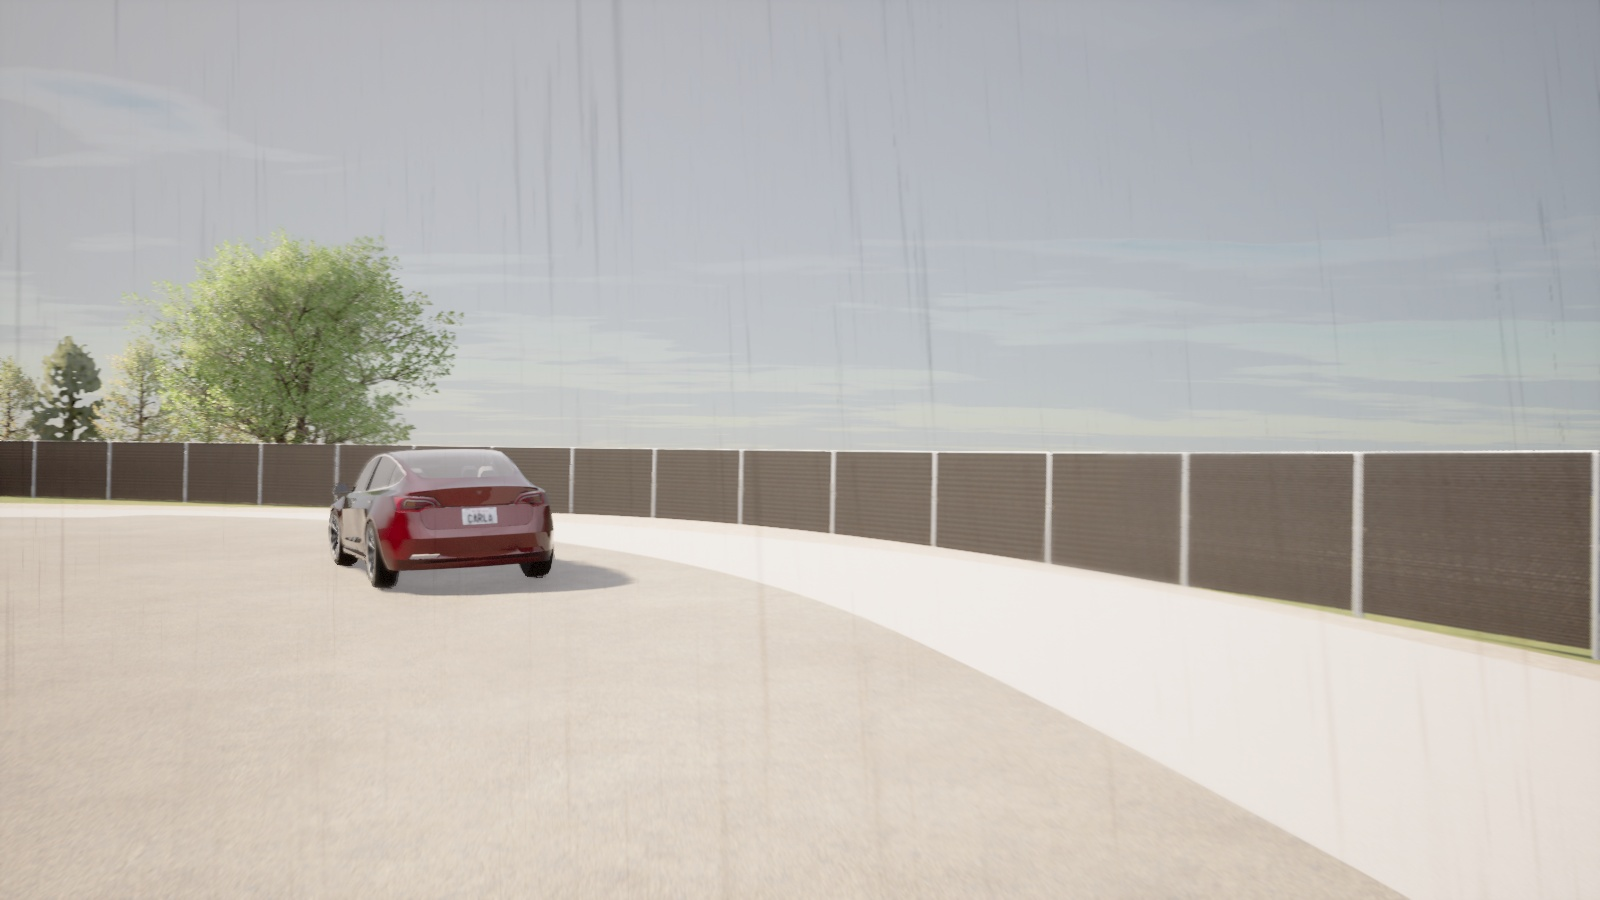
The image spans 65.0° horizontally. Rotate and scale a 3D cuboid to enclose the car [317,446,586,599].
[{"bbox_3d":[-4.397,0.723,15.219,2.163,1.488,4.792,-2,1,-27],"label":"car"}]
